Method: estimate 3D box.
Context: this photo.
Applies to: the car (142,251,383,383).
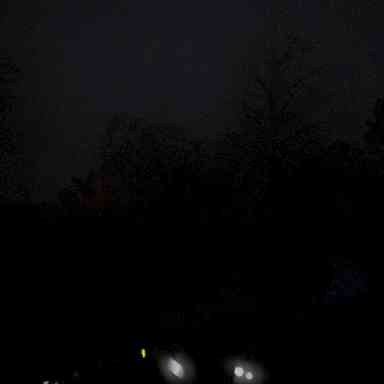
[{"bbox_3d":[1.451,1.563,4.474,4.181,1.385,1.994,0,0,-36],"label":"car"}]
